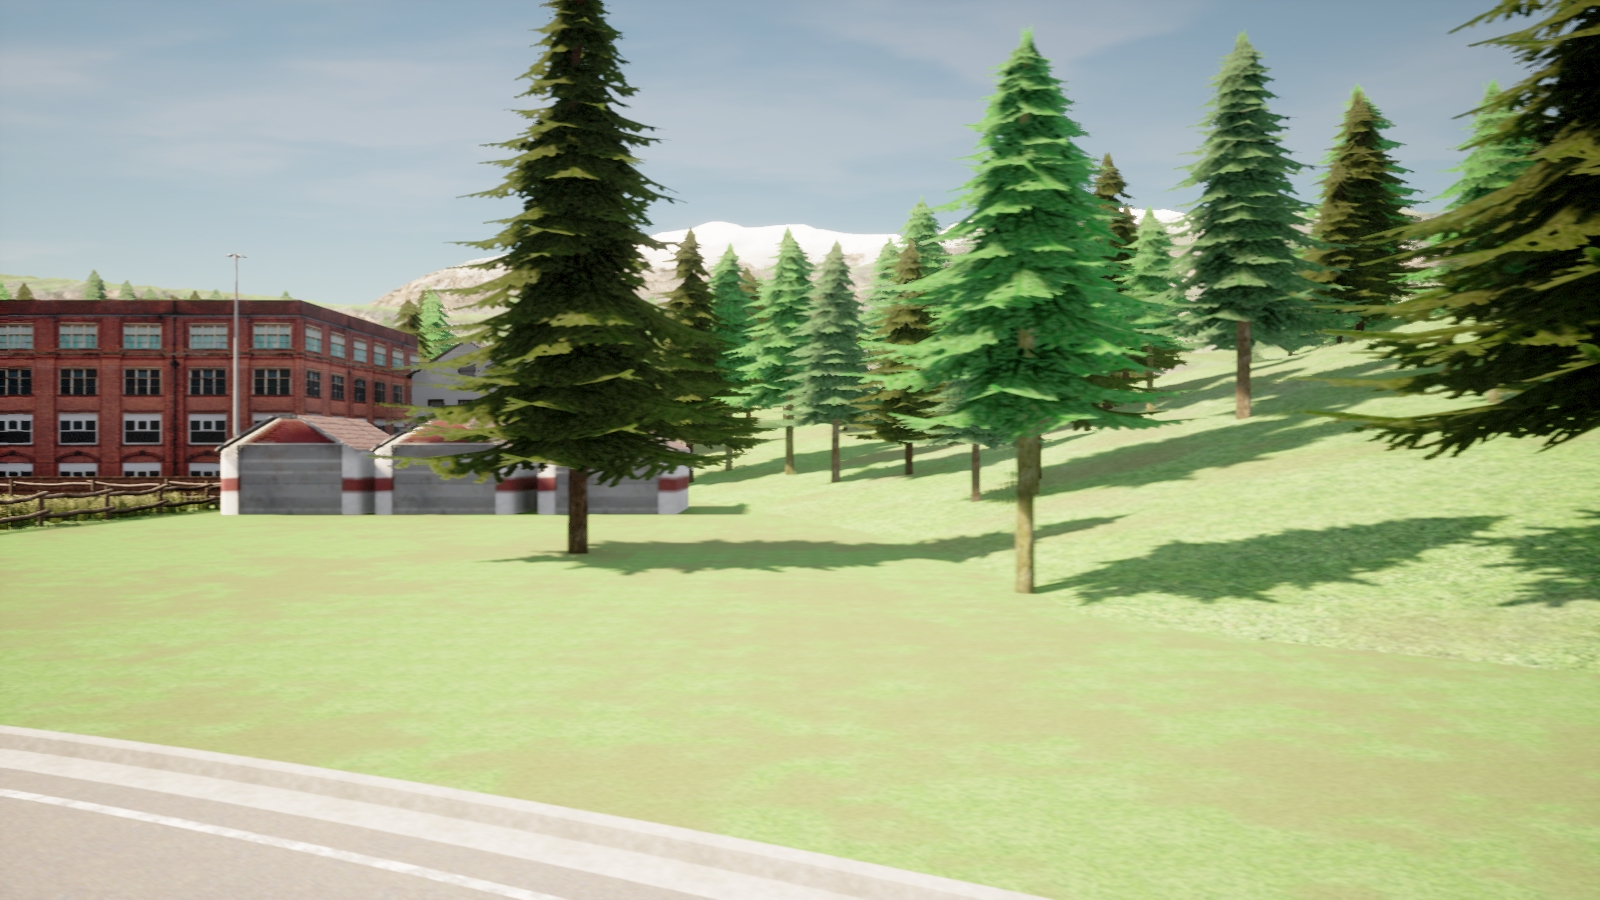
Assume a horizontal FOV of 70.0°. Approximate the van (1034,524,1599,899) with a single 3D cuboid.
[{"bbox_3d":[3.515,1.533,1.675,5.915,2.561,1.988,0,-1,35],"label":"van"}]
